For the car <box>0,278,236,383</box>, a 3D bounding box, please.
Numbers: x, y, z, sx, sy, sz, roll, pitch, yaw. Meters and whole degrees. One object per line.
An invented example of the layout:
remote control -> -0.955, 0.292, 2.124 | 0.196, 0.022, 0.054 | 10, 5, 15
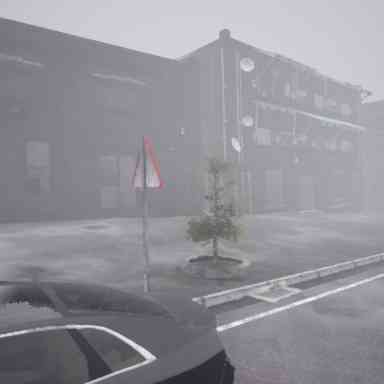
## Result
car -> -1.893, 1.503, 2.102 | 4.892, 1.490, 1.837 | 0, 0, -36
